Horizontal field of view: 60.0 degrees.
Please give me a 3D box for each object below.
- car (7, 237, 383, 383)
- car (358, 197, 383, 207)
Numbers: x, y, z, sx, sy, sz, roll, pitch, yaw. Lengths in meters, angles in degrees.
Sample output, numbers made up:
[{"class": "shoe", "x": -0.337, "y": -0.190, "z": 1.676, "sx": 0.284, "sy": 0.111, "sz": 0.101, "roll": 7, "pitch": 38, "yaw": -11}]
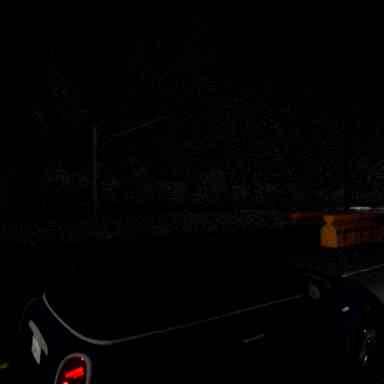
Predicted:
[{"class": "car", "x": 0.408, "y": 1.358, "z": 4.058, "sx": 4.553, "sy": 1.767, "sz": 2.097, "roll": 0, "pitch": 0, "yaw": -36}, {"class": "car", "x": 26.723, "y": 1.486, "z": 49.246, "sx": 5.357, "sy": 1.411, "sz": 2.033, "roll": 0, "pitch": 0, "yaw": -36}]
